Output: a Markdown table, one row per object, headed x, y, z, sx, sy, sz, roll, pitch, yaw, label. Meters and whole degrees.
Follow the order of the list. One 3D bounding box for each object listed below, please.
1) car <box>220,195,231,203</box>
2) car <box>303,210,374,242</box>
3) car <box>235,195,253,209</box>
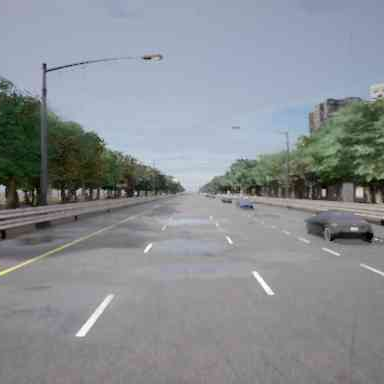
| x | y | z | sx | sy | sz | roll | pitch | yaw | label |
| --- | --- | --- | --- | --- | --- | --- | --- | --- | --- |
| 6.979 | 1.592 | 68.854 | 1.994 | 1.385 | 4.181 | 0 | 0 | 0 | car |
| 6.990 | 1.570 | 16.325 | 1.994 | 1.385 | 4.181 | 0 | 0 | 0 | car |
| 6.976 | 1.557 | 44.790 | 2.033 | 1.411 | 5.357 | 0 | 0 | 0 | car |
